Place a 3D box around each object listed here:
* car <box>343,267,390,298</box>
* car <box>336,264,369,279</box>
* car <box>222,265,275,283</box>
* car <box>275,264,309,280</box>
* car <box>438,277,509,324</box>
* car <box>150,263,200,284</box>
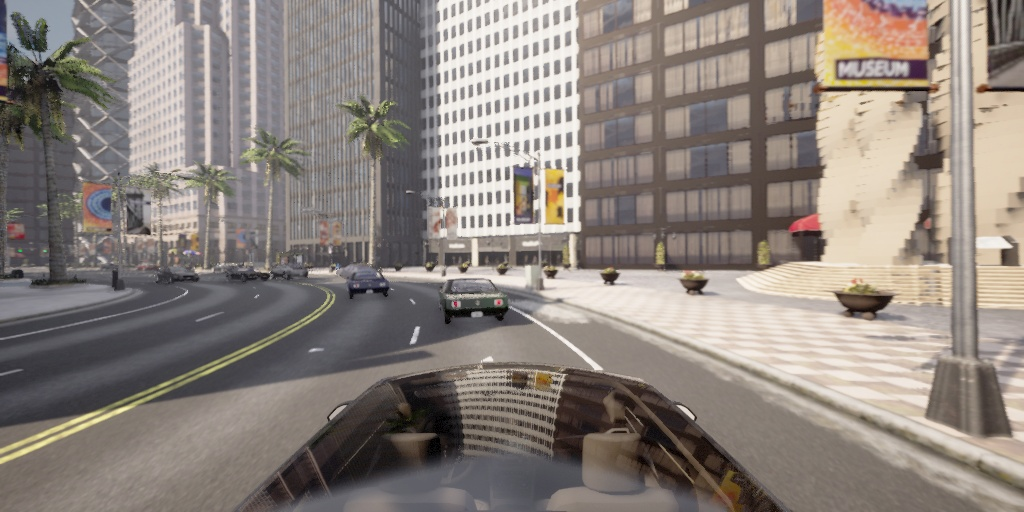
[{"bbox_3d":[-7.924,1.463,19.506,1.895,1.301,4.718,-1,0,-26],"label":"car"},{"bbox_3d":[-14.798,1.507,34.153,5.357,1.411,2.033,-1,0,42],"label":"car"},{"bbox_3d":[-23.273,1.657,31.639,4.718,1.301,1.895,-1,0,34],"label":"car"},{"bbox_3d":[-21.774,1.533,34.957,4.902,1.511,2.128,-1,0,34],"label":"car"},{"bbox_3d":[-1.521,1.380,12.314,1.895,1.301,4.718,-1,0,-14],"label":"car"},{"bbox_3d":[-29.250,1.631,31.328,4.892,1.490,1.837,-1,0,30],"label":"car"}]
